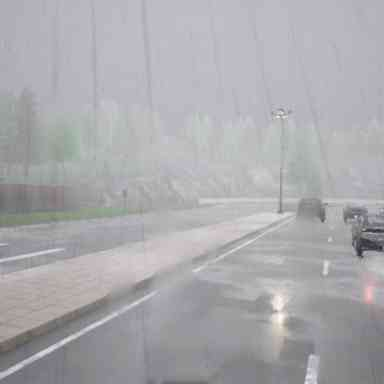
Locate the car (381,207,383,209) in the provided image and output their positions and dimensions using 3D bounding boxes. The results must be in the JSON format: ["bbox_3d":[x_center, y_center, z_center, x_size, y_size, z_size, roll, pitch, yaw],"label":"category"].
[{"bbox_3d":[19.605,1.918,32.487,1.812,1.442,4.674,0,0,23],"label":"car"}]

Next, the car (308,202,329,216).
[{"bbox_3d":[15.251,1.965,39.977,2.033,1.411,5.357,0,0,24],"label":"car"}]

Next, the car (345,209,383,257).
[{"bbox_3d":[7.438,1.647,13.201,2.128,1.511,4.902,0,0,23],"label":"car"}]

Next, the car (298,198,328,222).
[{"bbox_3d":[10.768,1.529,29.704,2.150,2.045,5.566,0,0,24],"label":"car"}]

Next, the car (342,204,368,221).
[{"bbox_3d":[14.685,1.841,29.937,1.837,1.490,4.892,0,-1,23],"label":"car"}]
